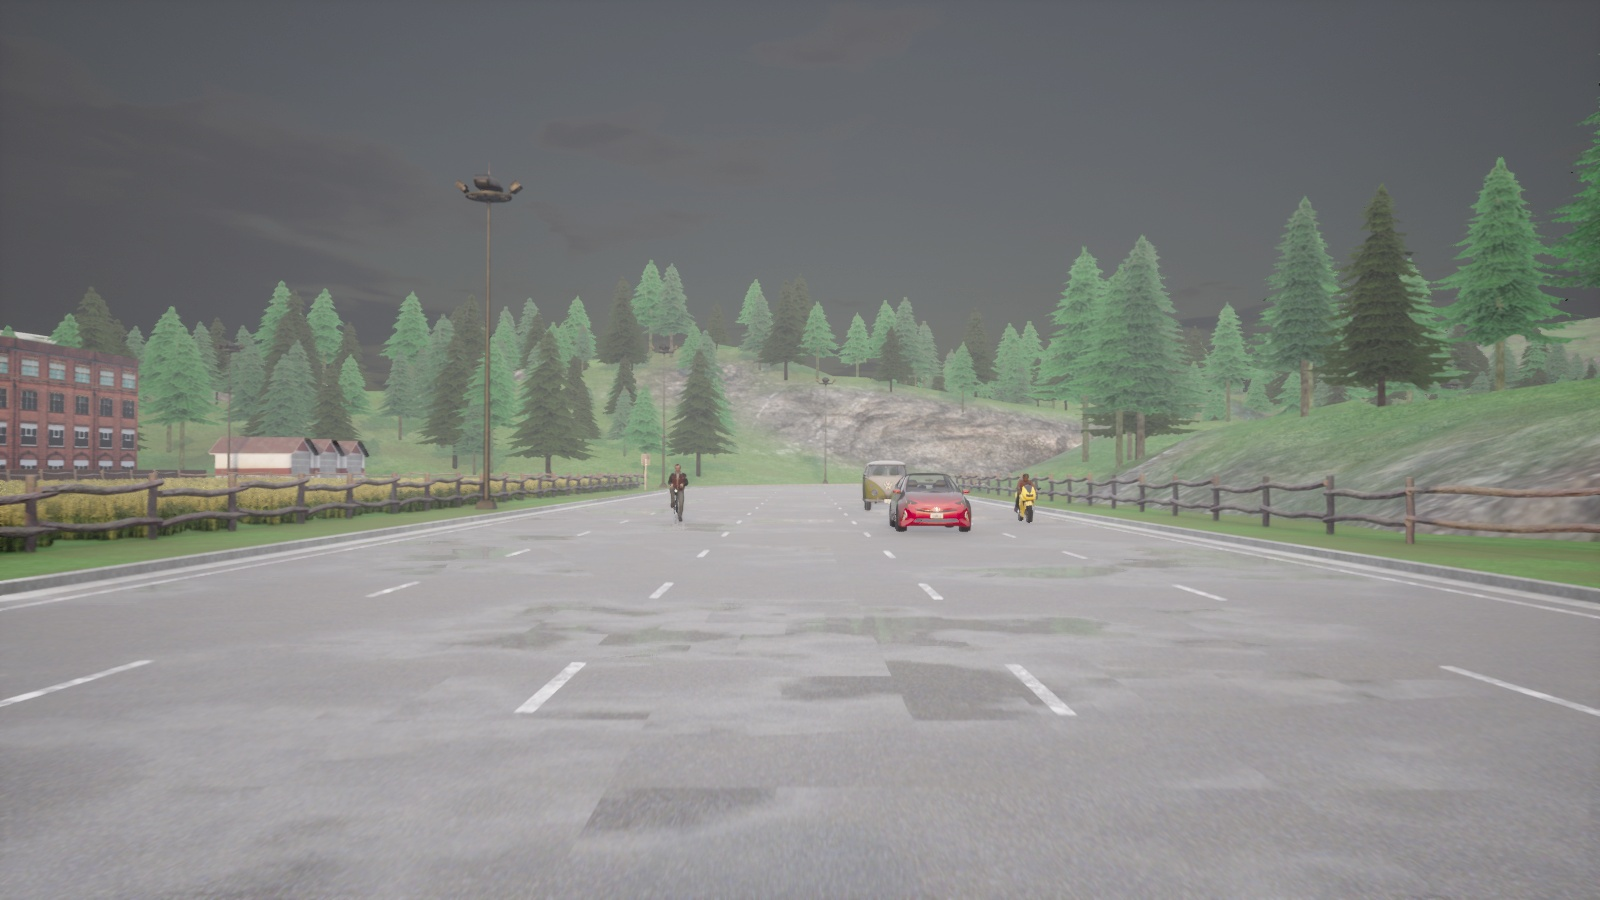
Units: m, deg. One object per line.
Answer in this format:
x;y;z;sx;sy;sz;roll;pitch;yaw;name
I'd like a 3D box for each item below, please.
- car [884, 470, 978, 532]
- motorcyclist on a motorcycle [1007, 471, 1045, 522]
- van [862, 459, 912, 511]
3.421;1.310;33.593;2.007;1.525;4.514;0;-1;0;car
6.927;1.415;38.558;0.797;1.523;2.044;0;-1;0;motorcyclist on a motorcycle
3.445;1.401;50.521;1.775;1.987;4.442;0;-1;1;van
